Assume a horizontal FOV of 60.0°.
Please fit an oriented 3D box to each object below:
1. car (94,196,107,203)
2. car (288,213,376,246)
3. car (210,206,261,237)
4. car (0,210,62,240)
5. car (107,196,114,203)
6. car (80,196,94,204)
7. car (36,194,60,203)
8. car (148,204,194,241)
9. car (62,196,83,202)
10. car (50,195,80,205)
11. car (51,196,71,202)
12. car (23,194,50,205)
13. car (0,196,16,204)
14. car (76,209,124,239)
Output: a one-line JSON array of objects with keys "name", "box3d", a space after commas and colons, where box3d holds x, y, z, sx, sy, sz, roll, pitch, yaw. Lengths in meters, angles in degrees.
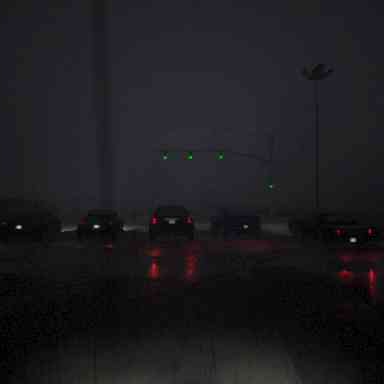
[{"name": "car", "box3d": [-20.810, 1.629, 69.786, 4.902, 1.511, 2.128, 0, 0, 36]}, {"name": "car", "box3d": [6.124, 1.602, 15.332, 1.895, 1.301, 4.718, 0, 0, -6]}, {"name": "car", "box3d": [2.247, 1.489, 18.210, 1.882, 1.535, 5.008, 0, 0, -7]}, {"name": "car", "box3d": [-8.226, 1.596, 17.332, 1.994, 1.385, 4.181, 0, 0, -7]}, {"name": "car", "box3d": [-19.422, 1.582, 73.118, 5.008, 1.535, 1.882, 0, 0, 36]}, {"name": "car", "box3d": [-22.397, 1.583, 66.606, 5.008, 1.535, 1.882, 0, 0, 39]}, {"name": "car", "box3d": [-31.232, 1.418, 72.137, 4.553, 1.767, 2.097, 0, 0, 25]}, {"name": "car", "box3d": [-1.142, 1.370, 17.069, 2.097, 1.767, 4.553, 0, 0, -6]}, {"name": "car", "box3d": [-28.130, 1.571, 78.412, 4.674, 1.442, 1.812, 0, 0, 25]}, {"name": "car", "box3d": [-24.461, 1.651, 63.766, 5.357, 1.411, 2.033, 0, 0, 39]}, {"name": "car", "box3d": [-29.695, 1.607, 75.281, 4.181, 1.385, 1.994, 0, 0, 25]}, {"name": "car", "box3d": [-28.741, 1.339, 62.611, 5.566, 2.045, 2.150, 0, 0, 36]}, {"name": "car", "box3d": [-38.244, 1.614, 67.456, 5.008, 1.535, 1.882, 0, 0, 18]}, {"name": "car", "box3d": [-4.735, 1.589, 17.570, 1.994, 1.385, 4.181, 0, 0, -7]}]
